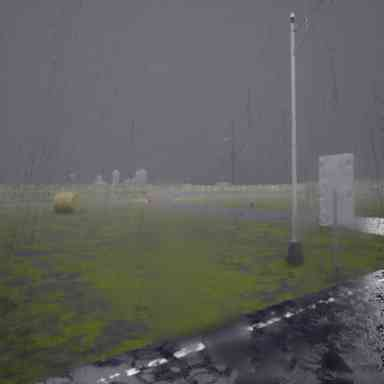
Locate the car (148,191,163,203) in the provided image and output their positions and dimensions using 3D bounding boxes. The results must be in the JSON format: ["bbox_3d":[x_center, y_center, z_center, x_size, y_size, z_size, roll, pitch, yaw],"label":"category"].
[{"bbox_3d":[-6.431,0.816,58.227,2.150,2.045,5.566,-1,1,-12],"label":"car"}]
